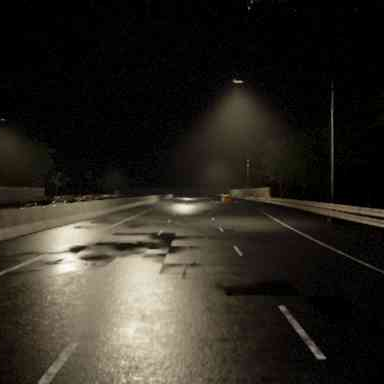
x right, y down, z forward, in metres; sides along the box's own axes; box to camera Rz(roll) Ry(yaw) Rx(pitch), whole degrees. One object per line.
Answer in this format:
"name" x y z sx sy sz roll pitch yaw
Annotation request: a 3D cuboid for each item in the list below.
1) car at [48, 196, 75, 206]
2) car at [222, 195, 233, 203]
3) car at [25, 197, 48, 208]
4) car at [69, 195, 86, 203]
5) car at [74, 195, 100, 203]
"car" -17.554 1.352 45.964 2.097 1.767 4.553 0 0 0
"car" 7.014 1.462 66.607 1.882 1.535 5.008 0 0 0
"car" -21.050 1.478 45.728 1.882 1.535 5.008 0 0 0
"car" -24.484 1.480 71.342 1.882 1.535 5.008 0 0 0
"car" -14.054 1.492 46.143 2.128 1.511 4.902 0 0 0
